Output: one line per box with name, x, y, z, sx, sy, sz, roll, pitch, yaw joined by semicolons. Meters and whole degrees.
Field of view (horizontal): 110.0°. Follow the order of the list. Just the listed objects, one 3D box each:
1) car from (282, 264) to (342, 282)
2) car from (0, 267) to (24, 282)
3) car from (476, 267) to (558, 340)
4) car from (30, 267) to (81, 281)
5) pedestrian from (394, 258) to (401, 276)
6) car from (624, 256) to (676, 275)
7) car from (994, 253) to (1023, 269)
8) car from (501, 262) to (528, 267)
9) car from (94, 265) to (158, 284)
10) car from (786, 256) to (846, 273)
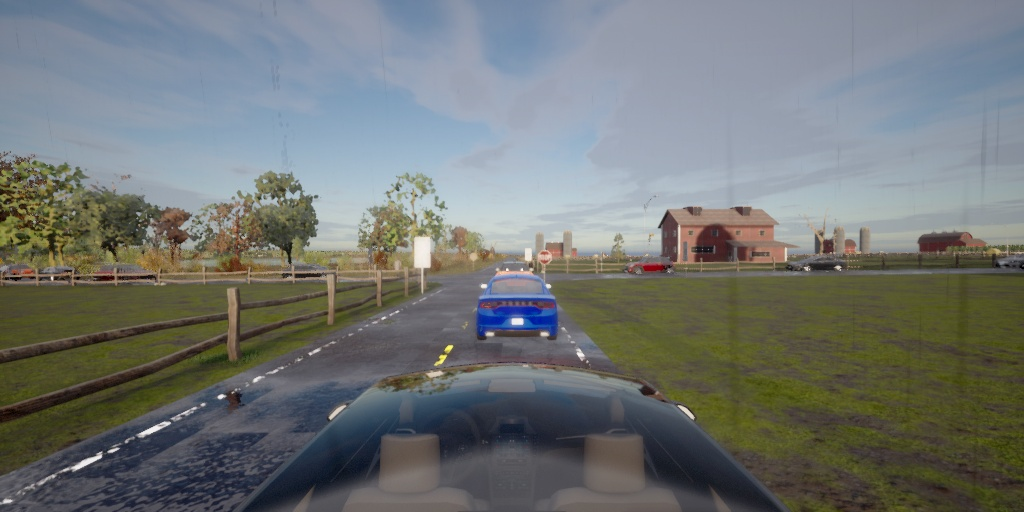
car;-17.737;1.488;31.985;4.892;1.490;1.837;-1;0;1
car;-51.847;2.078;35.974;4.718;1.301;1.895;-1;0;20
car;0.120;1.226;9.979;1.882;1.535;5.008;0;0;0
car;-47.843;1.869;37.794;4.892;1.490;1.837;-1;0;19
pedestrian;-12.074;1.159;37.882;0.375;1.860;0.375;0;1;1
car;13.206;0.877;34.572;4.553;1.767;2.097;-1;0;0
car;49.169;0.485;34.138;4.902;1.511;2.128;-1;0;1
car;0.144;1.097;20.358;2.097;1.767;4.553;0;0;0
car;-34.924;1.571;32.524;4.553;1.767;2.097;-1;0;5
car;29.141;0.794;34.437;4.892;1.490;1.837;-1;0;1
